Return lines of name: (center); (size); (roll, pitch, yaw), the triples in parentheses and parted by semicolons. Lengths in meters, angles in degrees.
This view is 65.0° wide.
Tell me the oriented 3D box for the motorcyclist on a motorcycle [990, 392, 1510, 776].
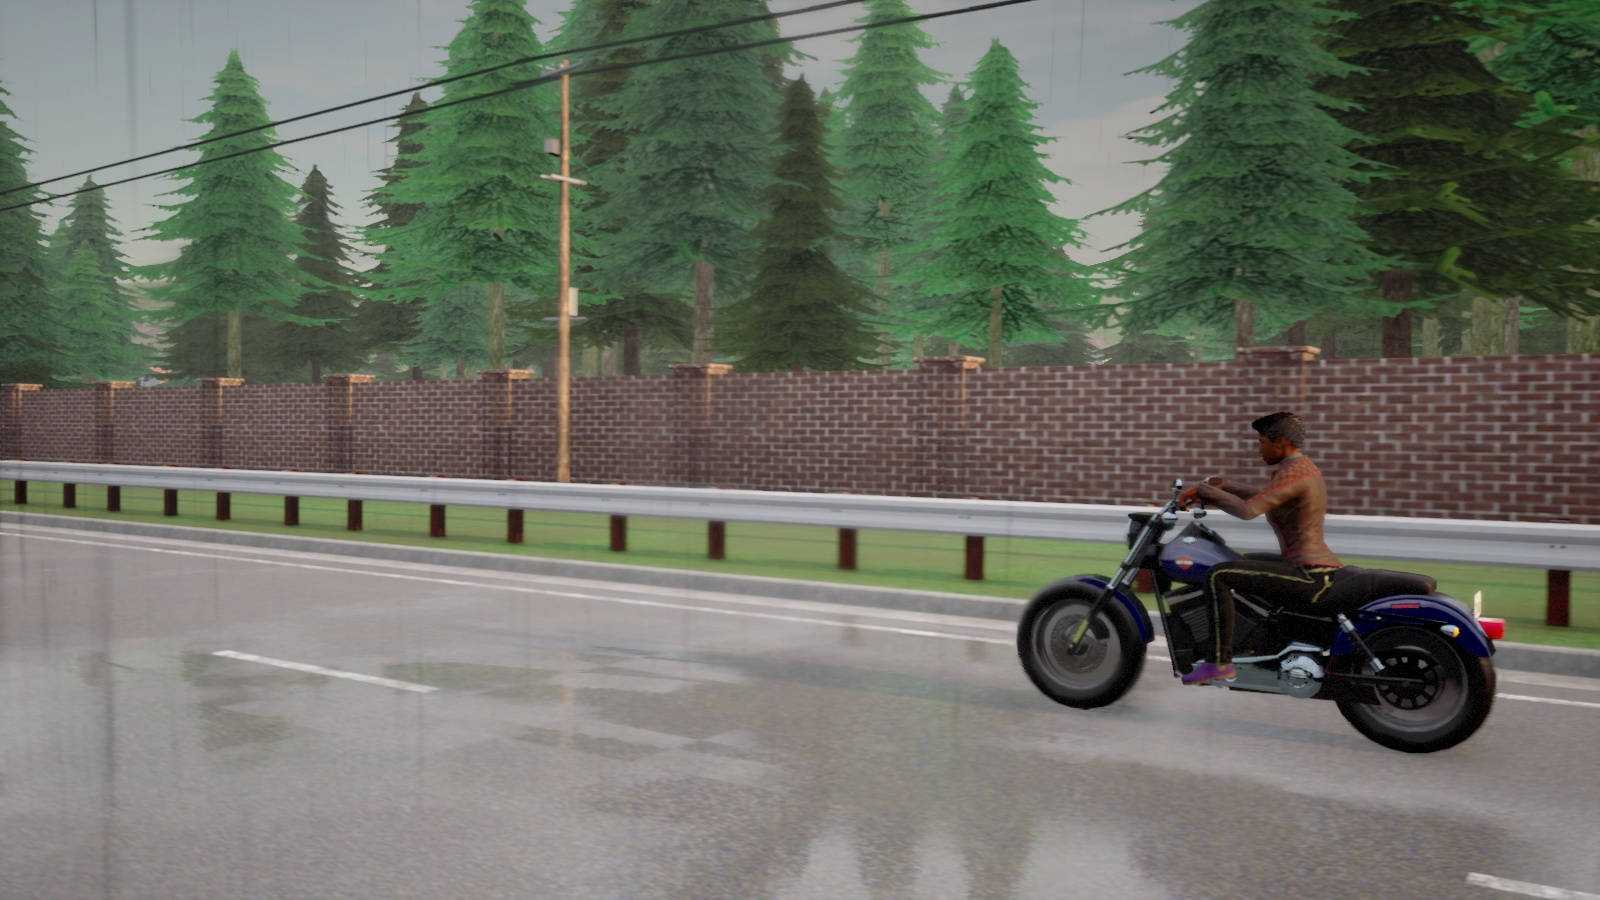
motorcyclist on a motorcycle: (2.212, 0.575, 6.355); (2.350, 1.649, 0.766); (0, 1, 34)
